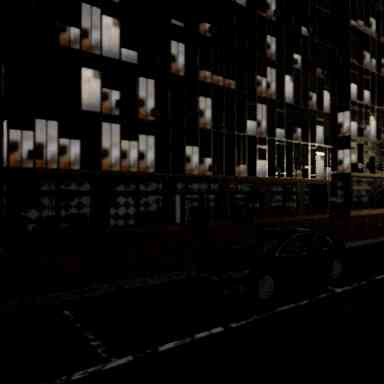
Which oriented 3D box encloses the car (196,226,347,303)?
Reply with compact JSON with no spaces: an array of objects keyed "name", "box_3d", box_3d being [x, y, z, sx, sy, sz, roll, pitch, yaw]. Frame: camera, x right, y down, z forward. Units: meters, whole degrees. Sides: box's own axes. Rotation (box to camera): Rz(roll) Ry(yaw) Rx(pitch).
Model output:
[{"name":"car","box_3d":[2.094,1.565,8.156,4.403,1.369,2.008,0,0,-36]}]
